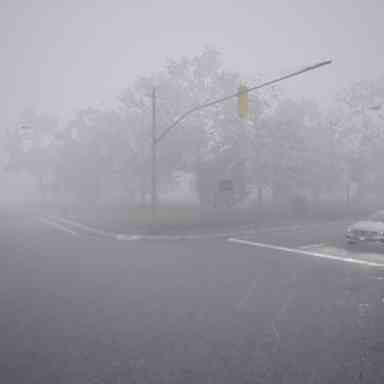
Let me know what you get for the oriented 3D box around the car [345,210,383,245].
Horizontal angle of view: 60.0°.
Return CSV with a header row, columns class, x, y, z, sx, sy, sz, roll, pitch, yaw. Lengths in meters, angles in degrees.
class,x,y,z,sx,sy,sz,roll,pitch,yaw
car,8.566,1.534,14.379,4.674,1.442,1.812,0,0,-35
